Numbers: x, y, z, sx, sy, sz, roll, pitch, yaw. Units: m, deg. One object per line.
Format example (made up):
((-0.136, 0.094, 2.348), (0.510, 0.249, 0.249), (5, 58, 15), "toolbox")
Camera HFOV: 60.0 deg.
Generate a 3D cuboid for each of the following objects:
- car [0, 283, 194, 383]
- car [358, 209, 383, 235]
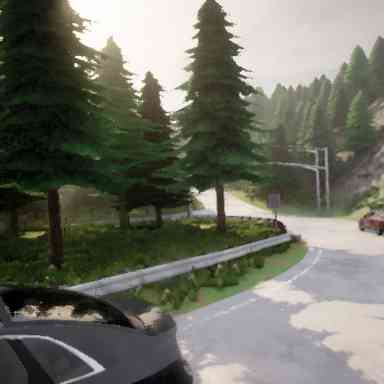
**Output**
((-2.237, 1.510, 1.992), (4.892, 1.490, 1.837), (1, 0, -37), "car")
((11.843, 1.796, 20.507), (1.812, 1.442, 4.674), (-3, -2, 9), "car")
